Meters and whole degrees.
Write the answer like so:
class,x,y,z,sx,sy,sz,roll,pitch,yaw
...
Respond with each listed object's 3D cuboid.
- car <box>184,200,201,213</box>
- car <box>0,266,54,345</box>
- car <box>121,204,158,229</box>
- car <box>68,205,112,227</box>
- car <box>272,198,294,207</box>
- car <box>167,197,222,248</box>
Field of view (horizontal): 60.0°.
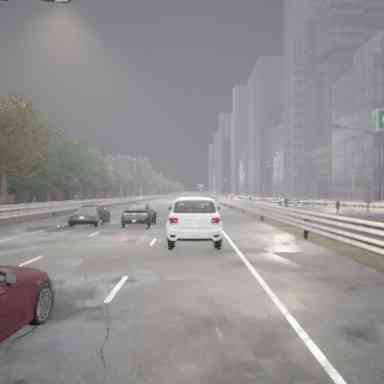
class,x,y,z,sx,sy,sz,roll,pitch,yaw
car,0.084,1.639,39.270,1.895,1.301,4.718,0,0,0
car,-3.402,1.528,4.108,1.812,1.442,4.674,0,0,0
car,-3.408,1.508,22.038,2.128,1.511,4.902,0,0,0
car,-6.906,1.581,22.849,1.994,1.385,4.181,0,0,0
car,15.033,1.657,55.137,2.128,1.511,4.902,0,0,-18
car,0.095,1.231,14.848,2.150,2.045,5.566,0,0,0
